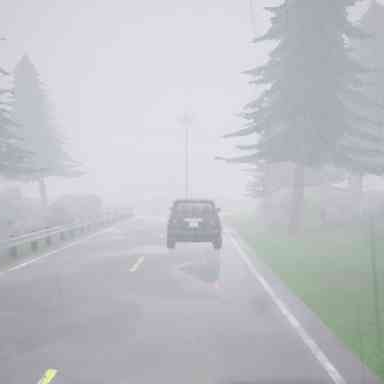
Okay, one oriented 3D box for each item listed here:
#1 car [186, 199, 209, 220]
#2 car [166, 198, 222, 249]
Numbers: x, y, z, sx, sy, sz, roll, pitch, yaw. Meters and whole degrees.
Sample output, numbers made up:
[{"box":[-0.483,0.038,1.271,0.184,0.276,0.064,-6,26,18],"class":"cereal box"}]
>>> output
[{"box":[0.529,1.482,29.609,1.882,1.535,5.008,0,0,2],"class":"car"},{"box":[0.126,1.255,14.653,2.150,2.045,5.566,0,0,1],"class":"car"}]
